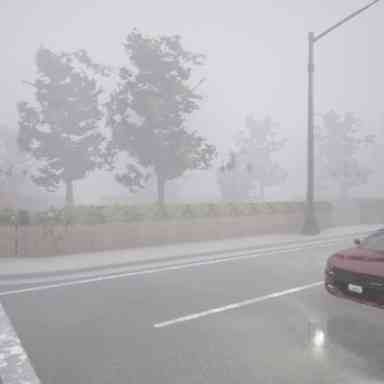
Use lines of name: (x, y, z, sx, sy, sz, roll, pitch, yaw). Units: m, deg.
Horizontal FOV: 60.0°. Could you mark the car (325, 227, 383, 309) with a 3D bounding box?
car: (5.049, 1.520, 7.591, 5.008, 1.535, 1.882, 0, 0, -35)
